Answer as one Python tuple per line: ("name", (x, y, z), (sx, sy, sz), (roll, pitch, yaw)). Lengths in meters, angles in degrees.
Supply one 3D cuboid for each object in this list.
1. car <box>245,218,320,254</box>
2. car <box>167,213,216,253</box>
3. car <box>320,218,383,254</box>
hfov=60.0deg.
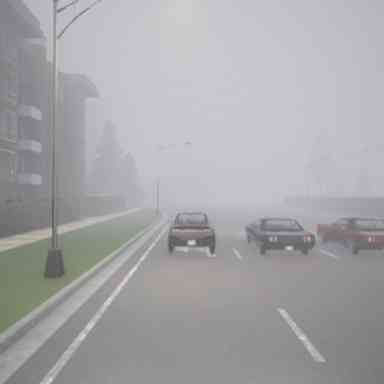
("car", (3.489, 1.736, 14.115), (1.895, 1.301, 4.718), (0, -1, 0))
("car", (-0.008, 1.630, 14.301), (2.128, 1.511, 4.902), (0, 0, 0))
("car", (6.989, 1.736, 14.118), (1.895, 1.301, 4.718), (0, -1, 0))
